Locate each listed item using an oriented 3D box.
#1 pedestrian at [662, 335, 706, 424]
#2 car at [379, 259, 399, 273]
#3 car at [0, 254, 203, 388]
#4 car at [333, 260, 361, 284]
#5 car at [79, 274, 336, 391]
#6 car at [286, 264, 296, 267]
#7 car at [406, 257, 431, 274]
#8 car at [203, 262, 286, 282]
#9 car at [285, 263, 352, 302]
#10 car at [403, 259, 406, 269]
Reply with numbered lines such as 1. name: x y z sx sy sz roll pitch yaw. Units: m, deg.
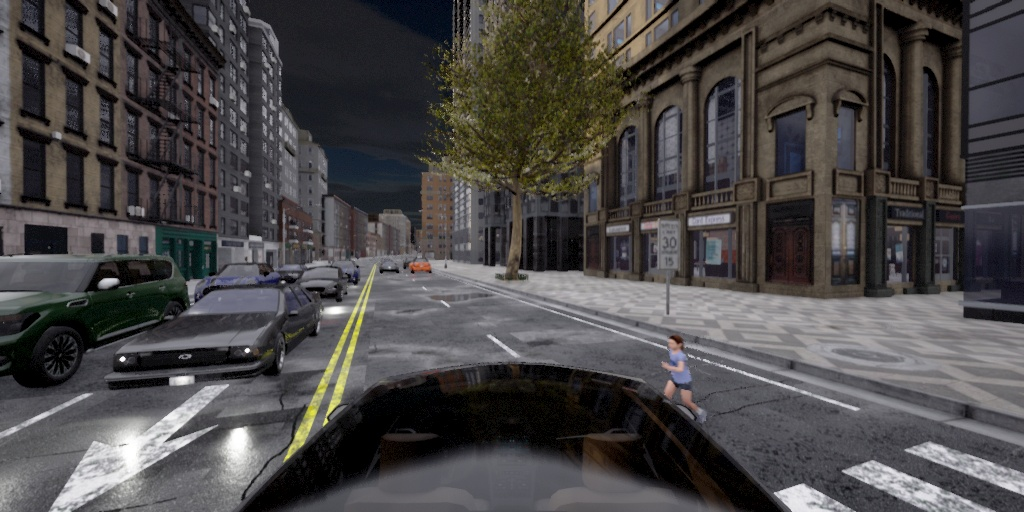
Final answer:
1. pedestrian: 1.994 1.421 4.254 0.500 1.100 0.500 0 1 -20
2. car: -13.865 1.209 40.434 1.994 1.385 4.181 0 0 -20
3. car: -8.565 0.967 6.834 2.150 2.045 5.566 0 0 -20
4. car: -12.022 1.057 25.558 2.097 1.767 4.553 0 0 -20
5. car: -5.265 1.292 7.379 2.033 1.411 5.357 0 0 -18
6. car: -15.234 1.252 24.866 2.033 1.411 5.357 0 0 -21
7. car: -10.400 1.001 40.349 2.097 1.767 4.553 0 0 -20
8. car: -11.937 1.082 15.940 2.097 1.767 4.553 0 0 -20
9. car: -8.679 1.235 16.503 1.837 1.490 4.892 0 0 -20
10. car: -14.395 0.946 51.070 2.097 1.767 4.553 0 0 -20
